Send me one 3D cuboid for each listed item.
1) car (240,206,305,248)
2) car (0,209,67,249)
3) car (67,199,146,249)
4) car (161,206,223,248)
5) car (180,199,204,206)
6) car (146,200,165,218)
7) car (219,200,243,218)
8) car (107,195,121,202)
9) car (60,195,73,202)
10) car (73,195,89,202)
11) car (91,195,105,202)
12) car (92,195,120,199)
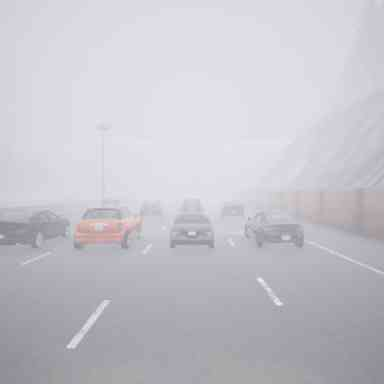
[{"bbox_3d":[3.500,1.530,14.650,1.812,1.442,4.674,0,0,0],"label":"car"},{"bbox_3d":[-7.000,1.482,14.650,1.882,1.535,5.008,0,0,0],"label":"car"},{"bbox_3d":[-3.500,1.363,14.620,2.097,1.767,4.553,0,0,0],"label":"car"},{"bbox_3d":[0.000,1.560,14.650,2.033,1.411,5.357,0,0,0],"label":"car"},{"bbox_3d":[0.000,1.364,29.620,2.097,1.767,4.553,0,0,0],"label":"car"},{"bbox_3d":[-3.500,1.492,29.650,2.128,1.511,4.902,0,0,0],"label":"car"},{"bbox_3d":[3.500,1.482,29.650,1.882,1.535,5.008,0,0,0],"label":"car"},{"bbox_3d":[-17.500,1.431,74.728,1.882,1.535,5.008,0,0,0],"label":"car"},{"bbox_3d":[-28.000,1.431,74.728,1.882,1.535,5.008,0,0,0],"label":"car"},{"bbox_3d":[-24.500,1.478,74.728,1.812,1.442,4.674,0,0,0],"label":"car"},{"bbox_3d":[-21.000,1.478,74.728,1.812,1.442,4.674,0,0,0],"label":"car"},{"bbox_3d":[-7.000,1.363,29.620,2.097,1.767,4.553,0,0,0],"label":"car"}]
